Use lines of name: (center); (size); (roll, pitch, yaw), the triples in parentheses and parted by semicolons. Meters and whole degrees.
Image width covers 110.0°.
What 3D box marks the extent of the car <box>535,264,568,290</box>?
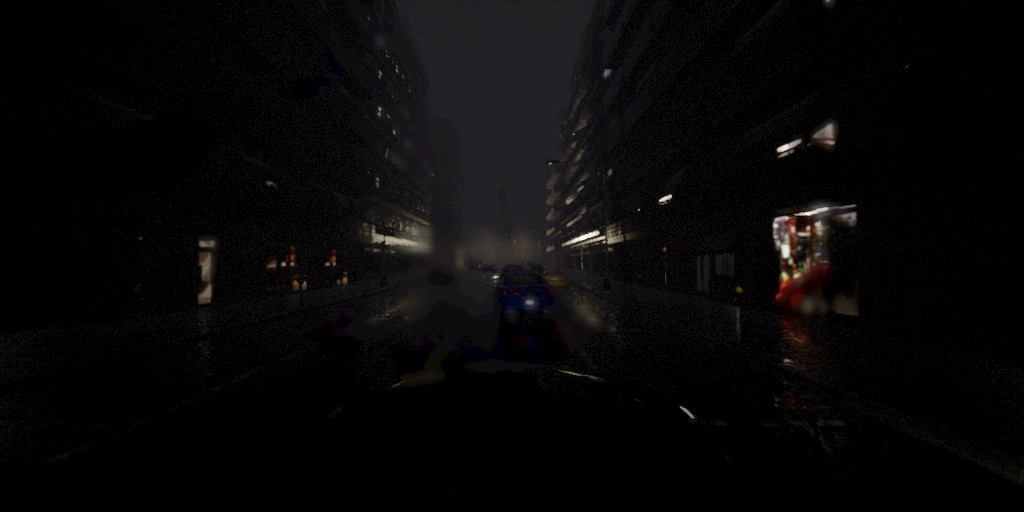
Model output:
car: (2.698, 1.448, 24.122); (1.751, 1.417, 4.829); (0, 0, 0)

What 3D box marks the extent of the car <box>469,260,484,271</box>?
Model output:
car: (-5.824, 1.737, 57.392); (2.007, 1.370, 4.403); (0, 0, 0)

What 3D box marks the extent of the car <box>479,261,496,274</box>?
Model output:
car: (-3.014, 1.727, 49.827); (1.895, 1.301, 4.718); (0, 0, 0)

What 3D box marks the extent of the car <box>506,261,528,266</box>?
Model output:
car: (0.092, 1.453, 30.648); (1.882, 1.535, 5.008); (0, 0, 0)

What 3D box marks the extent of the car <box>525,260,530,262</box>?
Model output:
car: (2.824, 1.667, 51.962); (1.751, 1.417, 4.829); (0, 0, 0)

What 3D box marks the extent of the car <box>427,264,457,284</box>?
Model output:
car: (-5.710, 1.407, 29.552); (1.967, 1.591, 4.097); (0, 0, 0)

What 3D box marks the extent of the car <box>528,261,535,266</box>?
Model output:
car: (2.760, 1.624, 41.297); (1.948, 1.339, 4.313); (0, 0, 0)

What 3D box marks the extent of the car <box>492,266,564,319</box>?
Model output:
car: (0.373, 1.318, 13.421); (1.882, 1.535, 5.008); (0, -1, -5)
